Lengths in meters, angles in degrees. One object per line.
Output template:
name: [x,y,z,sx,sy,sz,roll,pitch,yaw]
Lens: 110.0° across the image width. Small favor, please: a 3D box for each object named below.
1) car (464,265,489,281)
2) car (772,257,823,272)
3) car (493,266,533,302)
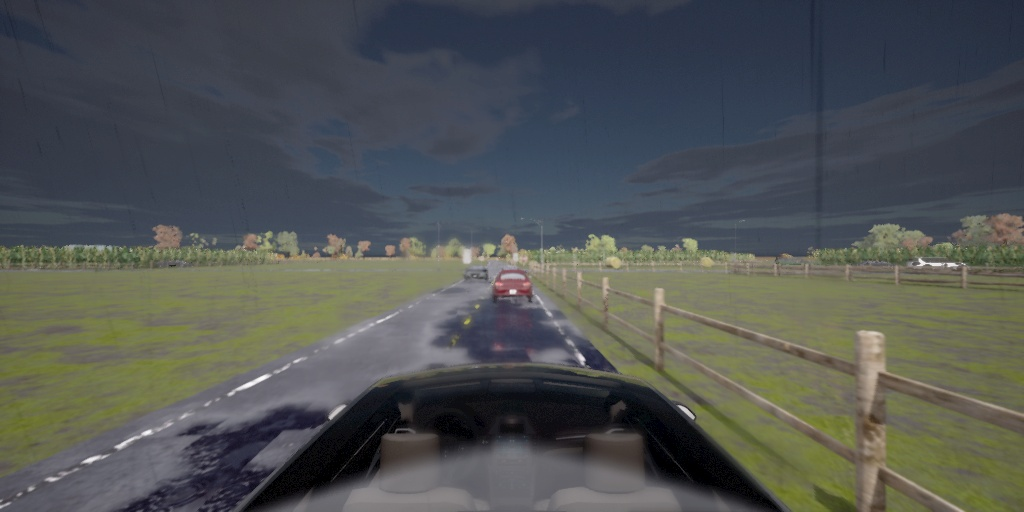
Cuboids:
car: [-3.069,1.495,31.791,1.994,1.385,4.181,0,0,-1]
car: [39.155,1.097,49.329,5.566,2.045,2.150,0,0,15]
car: [0.029,1.373,17.496,1.812,1.442,4.674,0,0,0]
